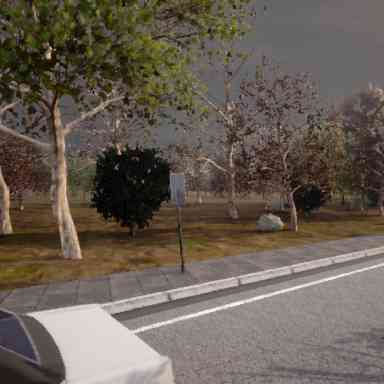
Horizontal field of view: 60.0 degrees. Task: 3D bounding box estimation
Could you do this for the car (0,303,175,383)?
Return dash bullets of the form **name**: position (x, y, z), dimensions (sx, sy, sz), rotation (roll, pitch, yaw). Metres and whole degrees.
- **car**: position (-2.557, 1.602, 2.166), dimensions (4.718, 1.301, 1.895), rotation (0, 0, -36)
